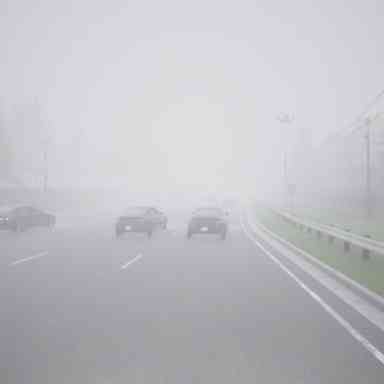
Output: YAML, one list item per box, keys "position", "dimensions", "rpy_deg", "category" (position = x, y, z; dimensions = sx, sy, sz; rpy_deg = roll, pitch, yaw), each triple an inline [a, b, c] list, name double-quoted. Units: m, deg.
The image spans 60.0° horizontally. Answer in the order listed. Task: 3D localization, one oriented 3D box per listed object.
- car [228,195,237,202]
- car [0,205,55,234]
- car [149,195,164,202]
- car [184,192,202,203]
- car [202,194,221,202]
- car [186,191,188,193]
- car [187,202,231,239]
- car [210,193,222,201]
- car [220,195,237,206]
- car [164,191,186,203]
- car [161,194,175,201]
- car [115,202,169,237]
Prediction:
- position: [8.708, 1.332, 71.485]
  dimensions: [1.895, 1.301, 4.718]
  rpy_deg: [0, 0, 8]
  category: "car"
- position: [-9.511, 1.443, 18.501]
  dimensions: [1.812, 1.442, 4.674]
  rpy_deg: [0, 0, 8]
  category: "car"
- position: [-6.677, 1.299, 62.964]
  dimensions: [2.033, 1.411, 5.357]
  rpy_deg: [0, 0, 8]
  category: "car"
- position: [0.310, 1.288, 62.370]
  dimensions: [1.812, 1.442, 4.674]
  rpy_deg: [0, 0, 8]
  category: "car"
- position: [3.714, 1.261, 61.454]
  dimensions: [2.128, 1.511, 4.902]
  rpy_deg: [0, 0, 8]
  category: "car"
- position: [-1.711, 0.777, 72.800]
  dimensions: [2.150, 2.045, 5.566]
  rpy_deg: [0, 0, 8]
  category: "car"
- position: [0.880, 1.462, 16.992]
  dimensions: [1.812, 1.442, 4.674]
  rpy_deg: [0, 0, 8]
  category: "car"
- position: [5.212, 1.090, 71.765]
  dimensions: [2.128, 1.511, 4.902]
  rpy_deg: [0, 0, 8]
  category: "car"
- position: [5.521, 1.421, 48.854]
  dimensions: [1.895, 1.301, 4.718]
  rpy_deg: [0, 0, 8]
  category: "car"
- position: [-3.209, 0.979, 62.489]
  dimensions: [2.150, 2.045, 5.566]
  rpy_deg: [0, 0, 8]
  category: "car"
- position: [-5.179, 1.086, 73.275]
  dimensions: [2.033, 1.411, 5.357]
  rpy_deg: [0, 0, 8]
  category: "car"
- position: [-2.584, 1.456, 17.495]
  dimensions: [1.812, 1.442, 4.674]
  rpy_deg: [0, 0, 8]
  category: "car"
